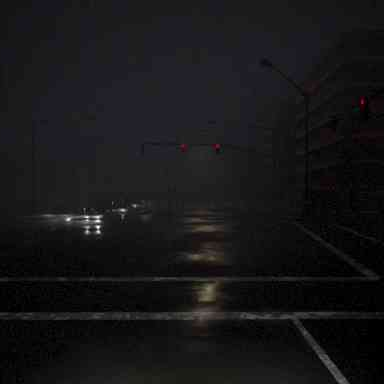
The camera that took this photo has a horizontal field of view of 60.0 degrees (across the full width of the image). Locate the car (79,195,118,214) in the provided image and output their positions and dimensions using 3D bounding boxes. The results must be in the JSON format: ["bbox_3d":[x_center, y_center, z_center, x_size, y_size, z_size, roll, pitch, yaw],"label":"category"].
[{"bbox_3d":[-9.512,1.369,34.369,2.128,1.511,4.902,0,1,1],"label":"car"}]

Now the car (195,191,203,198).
[{"bbox_3d":[1.616,0.609,75.807,1.837,1.490,4.892,0,1,1],"label":"car"}]

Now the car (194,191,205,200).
[{"bbox_3d":[1.489,0.711,65.761,2.097,1.767,4.553,0,1,1],"label":"car"}]

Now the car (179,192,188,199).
[{"bbox_3d":[-1.882,0.742,75.897,2.033,1.411,5.357,0,1,1],"label":"car"}]

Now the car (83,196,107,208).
[{"bbox_3d":[-12.887,1.302,44.426,1.994,1.385,4.181,0,1,0],"label":"car"}]

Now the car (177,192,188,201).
[{"bbox_3d":[-1.921,0.917,65.246,2.033,1.411,5.357,0,1,1],"label":"car"}]

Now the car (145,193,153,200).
[{"bbox_3d":[-8.986,0.872,67.875,2.033,1.411,5.357,0,1,1],"label":"car"}]

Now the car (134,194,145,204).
[{"bbox_3d":[-9.270,1.132,53.055,2.033,1.411,5.357,0,1,1],"label":"car"}]

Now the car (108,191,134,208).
[{"bbox_3d":[-9.394,1.106,43.410,2.097,1.767,4.553,0,1,1],"label":"car"}]

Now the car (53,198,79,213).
[{"bbox_3d":[-13.000,1.346,35.436,1.882,1.535,5.008,0,1,1],"label":"car"}]
